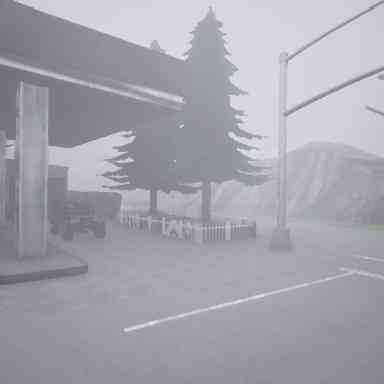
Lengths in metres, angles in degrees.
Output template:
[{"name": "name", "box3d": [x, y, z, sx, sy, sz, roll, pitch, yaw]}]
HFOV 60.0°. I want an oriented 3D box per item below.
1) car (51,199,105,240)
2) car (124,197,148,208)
[{"name": "car", "box3d": [-5.996, 1.306, 17.204, 1.905, 1.878, 3.866, 1, 0, -36]}, {"name": "car", "box3d": [-7.469, 1.350, 44.601, 1.812, 1.442, 4.674, 1, 0, -35]}]
